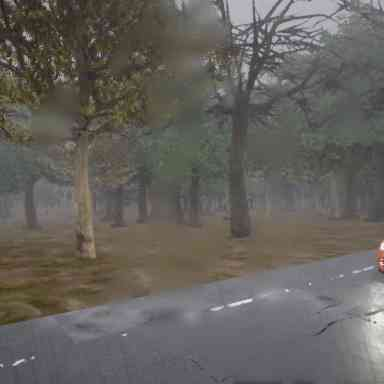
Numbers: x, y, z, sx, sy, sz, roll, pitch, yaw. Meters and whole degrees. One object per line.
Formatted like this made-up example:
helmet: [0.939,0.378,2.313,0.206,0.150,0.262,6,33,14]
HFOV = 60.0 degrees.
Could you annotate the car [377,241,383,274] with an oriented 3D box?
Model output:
car: [7.002,1.344,9.010,4.553,1.767,2.097,0,0,-36]
